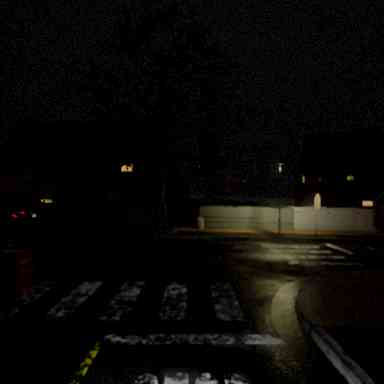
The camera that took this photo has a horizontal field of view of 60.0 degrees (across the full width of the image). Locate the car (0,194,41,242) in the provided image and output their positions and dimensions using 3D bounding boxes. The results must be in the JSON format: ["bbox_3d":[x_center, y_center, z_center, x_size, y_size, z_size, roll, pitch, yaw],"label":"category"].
[{"bbox_3d":[-9.530,1.062,14.507,5.566,2.045,2.150,1,-1,3],"label":"car"}]
